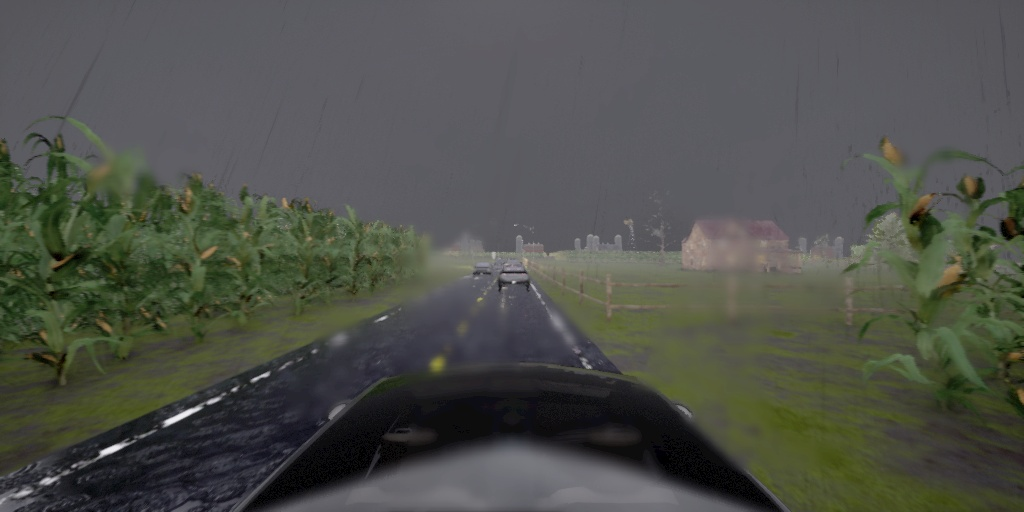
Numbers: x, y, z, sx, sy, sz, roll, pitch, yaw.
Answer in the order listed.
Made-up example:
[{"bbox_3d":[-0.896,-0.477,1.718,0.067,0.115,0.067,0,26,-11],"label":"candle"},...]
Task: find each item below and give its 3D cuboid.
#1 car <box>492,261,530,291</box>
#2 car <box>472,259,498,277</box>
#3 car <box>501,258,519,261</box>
[{"bbox_3d":[0.105,1.236,21.959,2.128,1.511,4.902,0,0,0],"label":"car"},{"bbox_3d":[-2.843,1.280,36.228,2.033,1.411,5.357,0,0,0],"label":"car"},{"bbox_3d":[0.105,1.079,41.135,2.097,1.767,4.553,0,0,0],"label":"car"}]
